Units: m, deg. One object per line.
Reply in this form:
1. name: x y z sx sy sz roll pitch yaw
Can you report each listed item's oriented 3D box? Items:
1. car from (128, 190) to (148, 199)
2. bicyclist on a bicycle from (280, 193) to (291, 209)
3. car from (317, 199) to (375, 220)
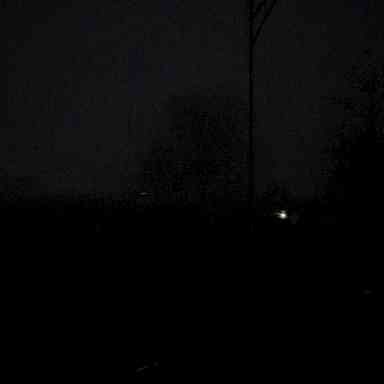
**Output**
1. car: -9.026 0.403 55.110 2.128 1.511 4.902 -1 2 -35
2. bicyclist on a bicycle: 9.606 0.950 34.184 1.656 1.620 0.582 0 1 -35
3. car: 12.301 1.258 25.169 2.033 1.411 5.357 -1 2 -36
